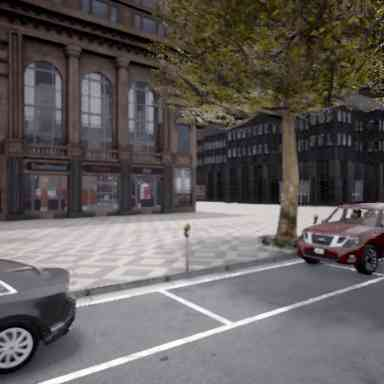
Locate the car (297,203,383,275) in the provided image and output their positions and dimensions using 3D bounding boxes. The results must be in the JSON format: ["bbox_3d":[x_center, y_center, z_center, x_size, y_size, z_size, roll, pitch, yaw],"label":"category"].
[{"bbox_3d":[5.548,1.298,10.600,5.009,1.841,2.192,0,0,-35],"label":"car"}]

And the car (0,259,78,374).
[{"bbox_3d":[-3.699,1.553,4.012,4.403,1.369,2.008,0,0,-35],"label":"car"}]
